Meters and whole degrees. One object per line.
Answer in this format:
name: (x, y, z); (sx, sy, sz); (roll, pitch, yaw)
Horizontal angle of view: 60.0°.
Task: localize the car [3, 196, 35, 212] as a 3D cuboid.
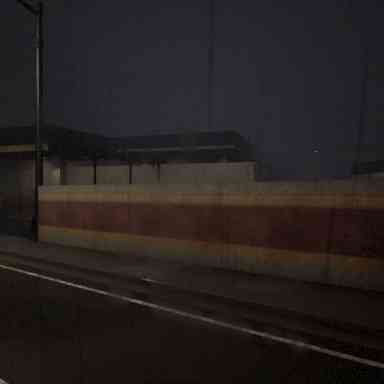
car: (-18.622, 1.295, 37.483); (2.242, 1.667, 4.611); (0, 0, 36)
